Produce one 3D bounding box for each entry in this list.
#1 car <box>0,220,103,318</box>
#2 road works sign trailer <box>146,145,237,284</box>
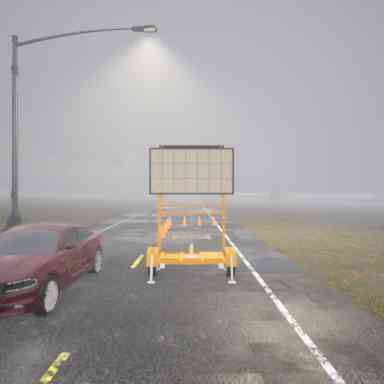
[{"bbox_3d":[-3.508,1.479,7.714,1.882,1.535,5.008,0,0,0],"label":"car"},{"bbox_3d":[-0.010,0.466,9.599,2.380,3.560,2.880,0,0,0],"label":"road works sign trailer"}]
